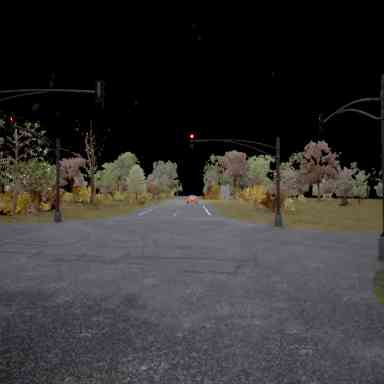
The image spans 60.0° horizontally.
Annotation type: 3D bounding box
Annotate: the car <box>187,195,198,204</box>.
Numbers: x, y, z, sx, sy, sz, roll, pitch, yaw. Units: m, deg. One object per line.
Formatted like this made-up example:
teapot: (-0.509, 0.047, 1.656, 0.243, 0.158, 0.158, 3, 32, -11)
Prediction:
car: (0.068, 1.423, 67.877, 2.097, 1.767, 4.553, 0, 0, 0)

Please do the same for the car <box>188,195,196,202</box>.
car: (0.078, 1.449, 77.912, 1.812, 1.442, 4.674, 0, 0, 0)
